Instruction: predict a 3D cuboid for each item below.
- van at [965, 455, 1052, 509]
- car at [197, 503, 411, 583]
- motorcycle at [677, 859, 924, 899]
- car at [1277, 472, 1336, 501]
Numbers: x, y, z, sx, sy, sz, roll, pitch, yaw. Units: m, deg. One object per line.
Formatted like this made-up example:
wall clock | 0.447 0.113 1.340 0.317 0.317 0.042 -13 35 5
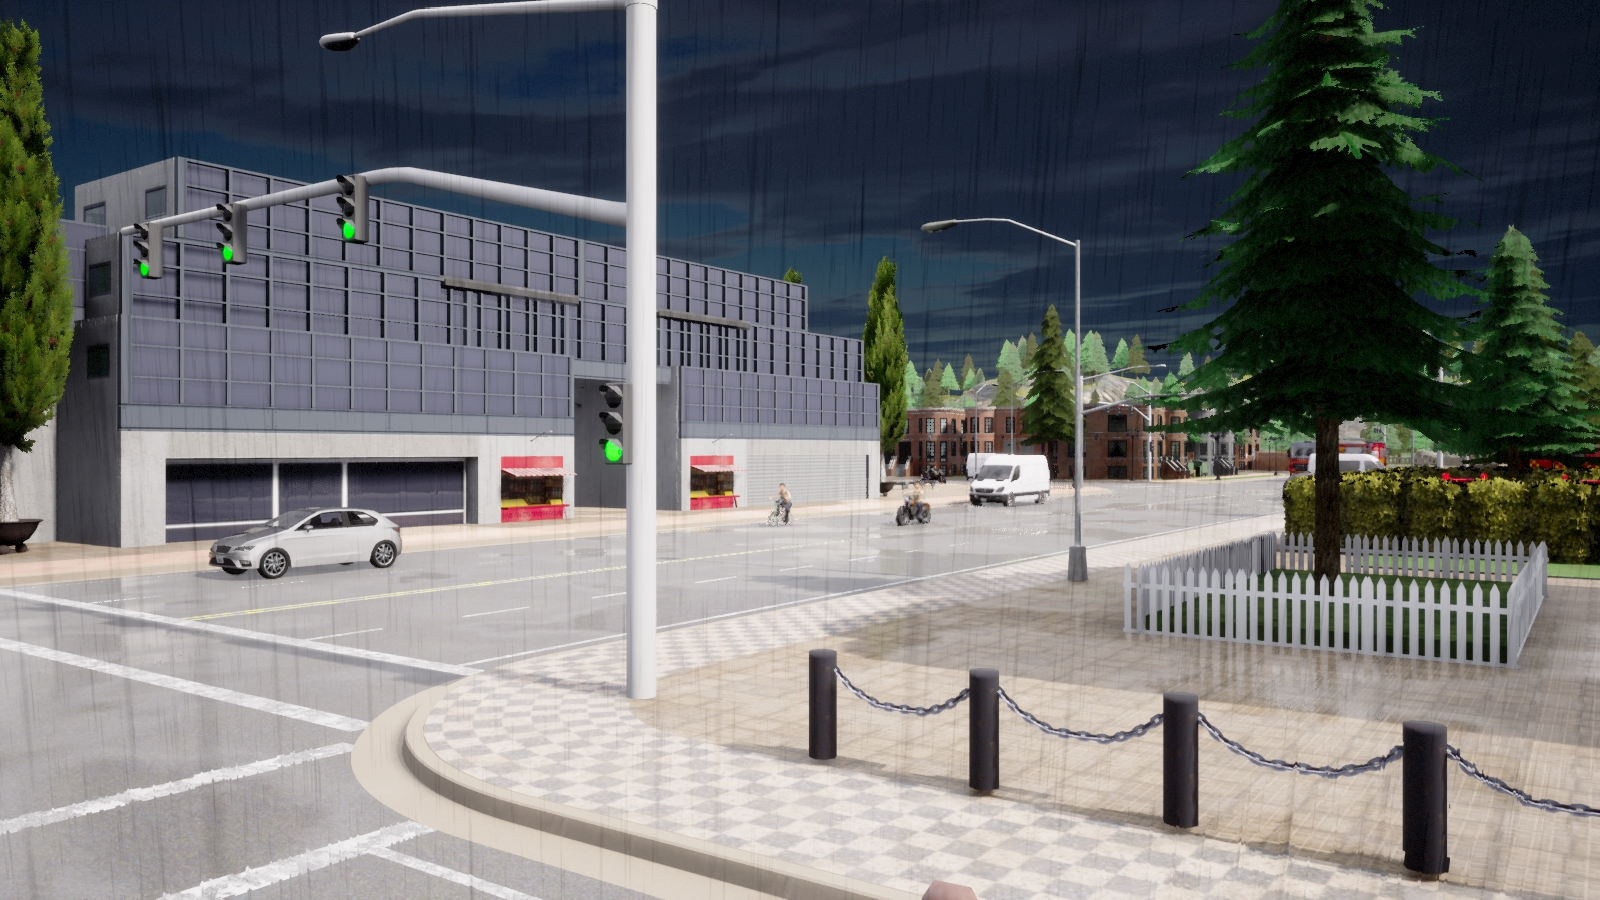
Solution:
van | 10.524 1.534 57.334 1.988 2.561 5.915 0 0 35
car | -11.323 2.066 26.349 1.816 1.474 4.193 0 0 35
motorcycle | 0.509 2.205 3.428 2.209 1.251 0.867 0 0 35
car | 29.072 2.063 65.516 2.163 1.488 4.792 0 0 35
